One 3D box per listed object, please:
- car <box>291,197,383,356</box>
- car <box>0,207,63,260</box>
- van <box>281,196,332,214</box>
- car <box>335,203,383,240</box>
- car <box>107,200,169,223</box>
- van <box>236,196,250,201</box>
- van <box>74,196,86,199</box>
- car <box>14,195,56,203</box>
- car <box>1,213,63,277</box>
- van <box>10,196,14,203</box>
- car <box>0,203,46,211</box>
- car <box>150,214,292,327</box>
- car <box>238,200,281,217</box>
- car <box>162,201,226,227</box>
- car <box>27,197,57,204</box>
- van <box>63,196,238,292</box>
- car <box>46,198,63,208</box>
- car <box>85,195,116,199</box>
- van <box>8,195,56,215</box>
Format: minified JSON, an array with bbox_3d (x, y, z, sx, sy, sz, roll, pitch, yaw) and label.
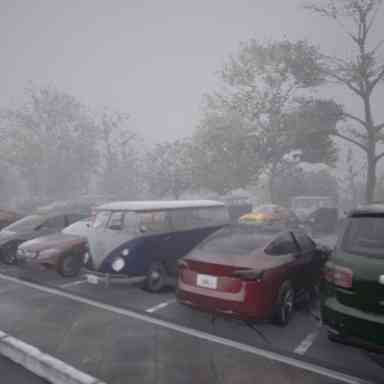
[{"bbox_3d":[3.829,1.175,5.547,2.435,2.045,5.566,1,0,36],"label":"car"},{"bbox_3d":[-5.224,1.498,11.950,2.163,1.488,4.792,0,0,36],"label":"car"},{"bbox_3d":[6.982,1.214,19.194,1.878,1.987,4.442,0,0,36],"label":"van"},{"bbox_3d":[9.307,1.425,17.681,2.097,1.535,5.008,0,0,36],"label":"car"},{"bbox_3d":[-4.320,1.512,27.414,2.097,1.535,5.008,0,0,36],"label":"car"},{"bbox_3d":[2.612,1.243,22.607,1.878,1.987,4.442,0,0,36],"label":"van"},{"bbox_3d":[-8.654,1.314,30.664,1.878,1.987,4.442,0,0,36],"label":"van"},{"bbox_3d":[-15.463,1.339,35.425,2.435,2.045,5.566,-1,0,36],"label":"car"},{"bbox_3d":[-2.946,1.494,10.361,2.002,1.452,4.674,0,0,36],"label":"car"},{"bbox_3d":[-11.913,1.286,16.915,1.878,1.987,4.442,0,0,36],"label":"van"},{"bbox_3d":[-9.719,1.497,15.208,2.097,1.535,5.008,0,0,36],"label":"car"},{"bbox_3d":[1.590,1.455,7.149,2.163,1.488,4.792,0,0,36],"label":"car"},{"bbox_3d":[4.692,1.451,20.749,1.946,1.575,5.366,0,0,36],"label":"car"},{"bbox_3d":[0.289,1.484,24.118,2.231,1.521,4.892,0,0,36],"label":"car"},{"bbox_3d":[-13.333,1.567,33.640,1.946,1.575,5.366,-1,0,36],"label":"car"},{"bbox_3d":[-0.758,1.214,8.650,1.878,1.987,4.442,0,0,36],"label":"van"},{"bbox_3d":[-10.979,1.555,32.175,2.231,1.521,4.892,0,0,36],"label":"car"},{"bbox_3d":[-6.487,1.400,28.932,2.185,1.767,4.553,0,0,36],"label":"car"},{"bbox_3d":[-17.763,1.397,37.180,1.878,1.987,4.442,-1,0,36],"label":"van"}]
